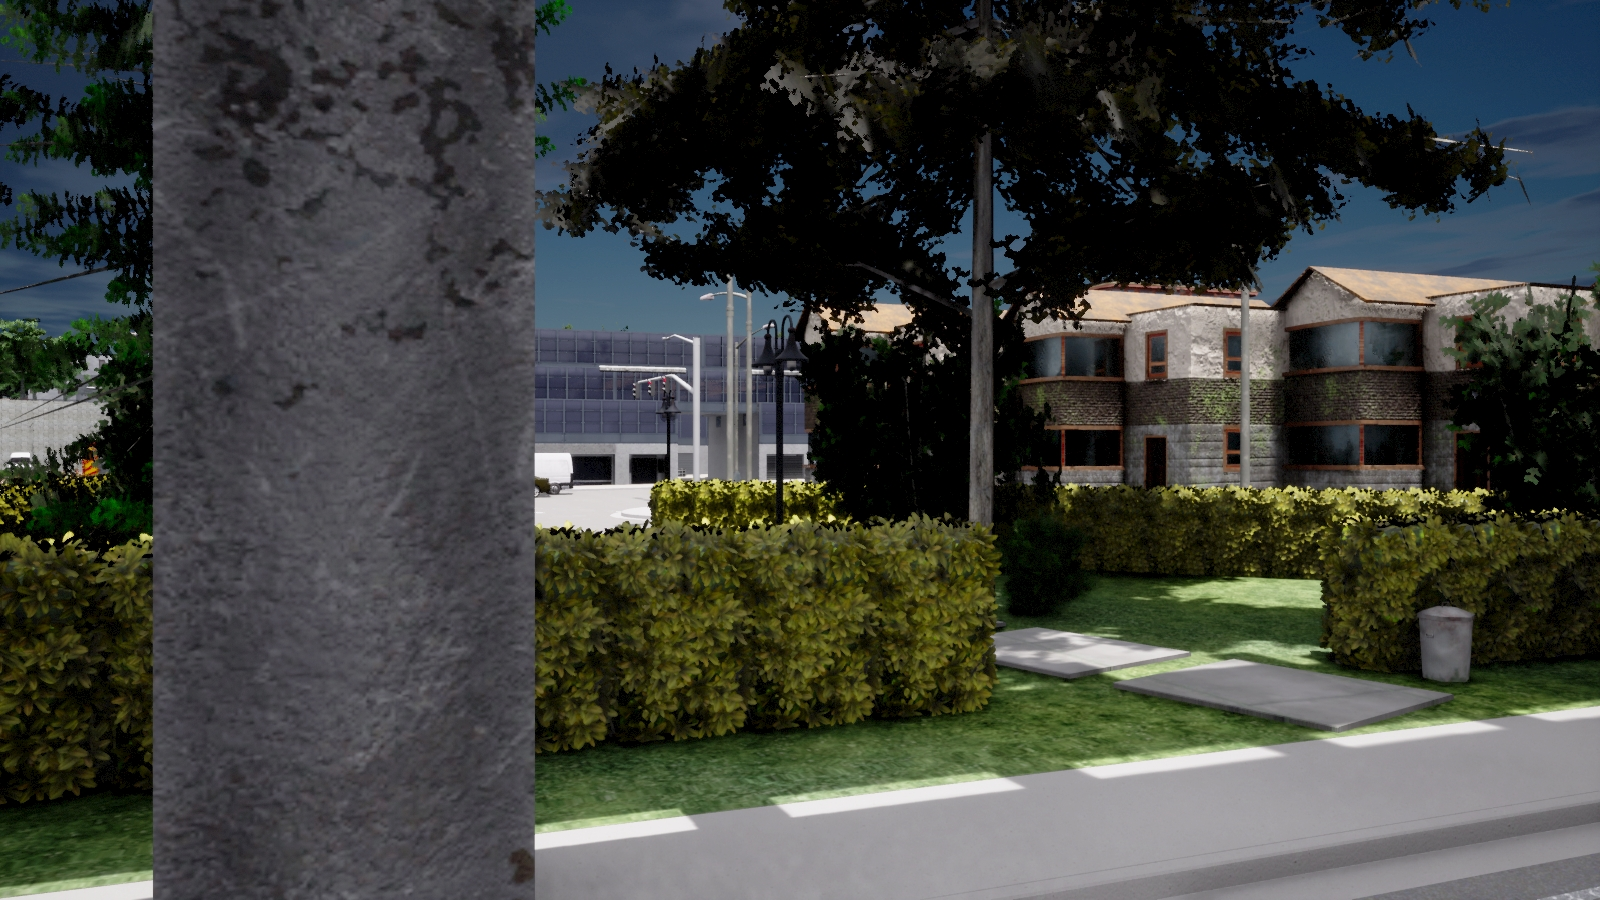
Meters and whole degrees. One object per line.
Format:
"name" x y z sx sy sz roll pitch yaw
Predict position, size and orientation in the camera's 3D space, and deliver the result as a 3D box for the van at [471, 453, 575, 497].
"van" -16.822 1.478 69.483 5.915 2.561 1.988 0 0 -21
